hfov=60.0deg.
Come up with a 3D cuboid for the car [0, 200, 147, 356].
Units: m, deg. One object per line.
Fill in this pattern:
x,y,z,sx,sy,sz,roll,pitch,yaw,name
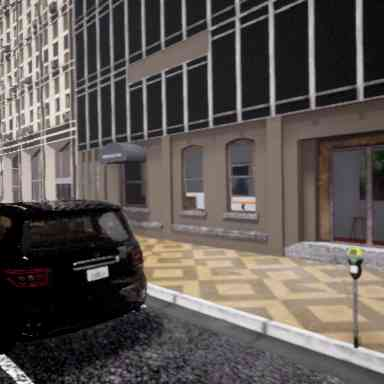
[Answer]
-3.172,1.183,6.268,5.566,2.045,2.150,0,1,44,car
